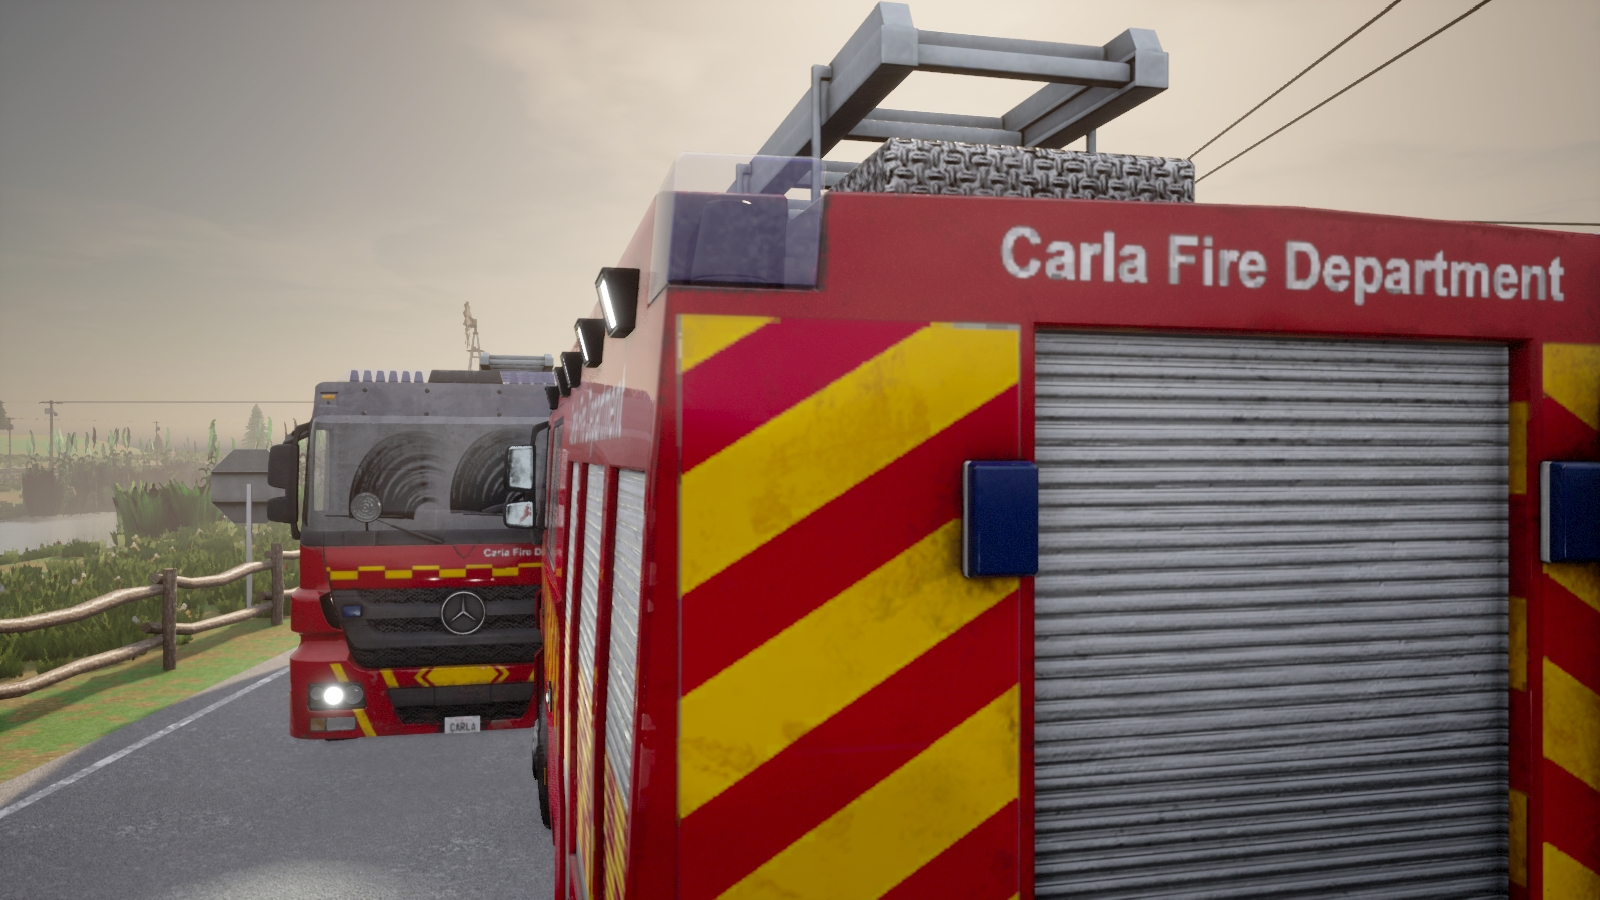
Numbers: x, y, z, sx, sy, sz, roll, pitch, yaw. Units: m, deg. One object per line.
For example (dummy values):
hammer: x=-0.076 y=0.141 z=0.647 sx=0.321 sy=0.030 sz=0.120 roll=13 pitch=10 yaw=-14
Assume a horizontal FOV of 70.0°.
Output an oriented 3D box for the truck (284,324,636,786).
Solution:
truck: x=-3.897 y=0.862 z=13.923 sx=2.891 sy=3.827 sz=8.468 roll=0 pitch=0 yaw=-14

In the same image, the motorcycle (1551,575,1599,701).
motorcycle: x=9.798 y=2.142 z=13.155 sx=1.805 sy=1.316 sz=0.856 roll=0 pitch=0 yaw=-7

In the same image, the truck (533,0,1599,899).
truck: x=-0.049 y=0.867 z=6.873 sx=2.891 sy=3.827 sz=8.468 roll=0 pitch=0 yaw=-14
